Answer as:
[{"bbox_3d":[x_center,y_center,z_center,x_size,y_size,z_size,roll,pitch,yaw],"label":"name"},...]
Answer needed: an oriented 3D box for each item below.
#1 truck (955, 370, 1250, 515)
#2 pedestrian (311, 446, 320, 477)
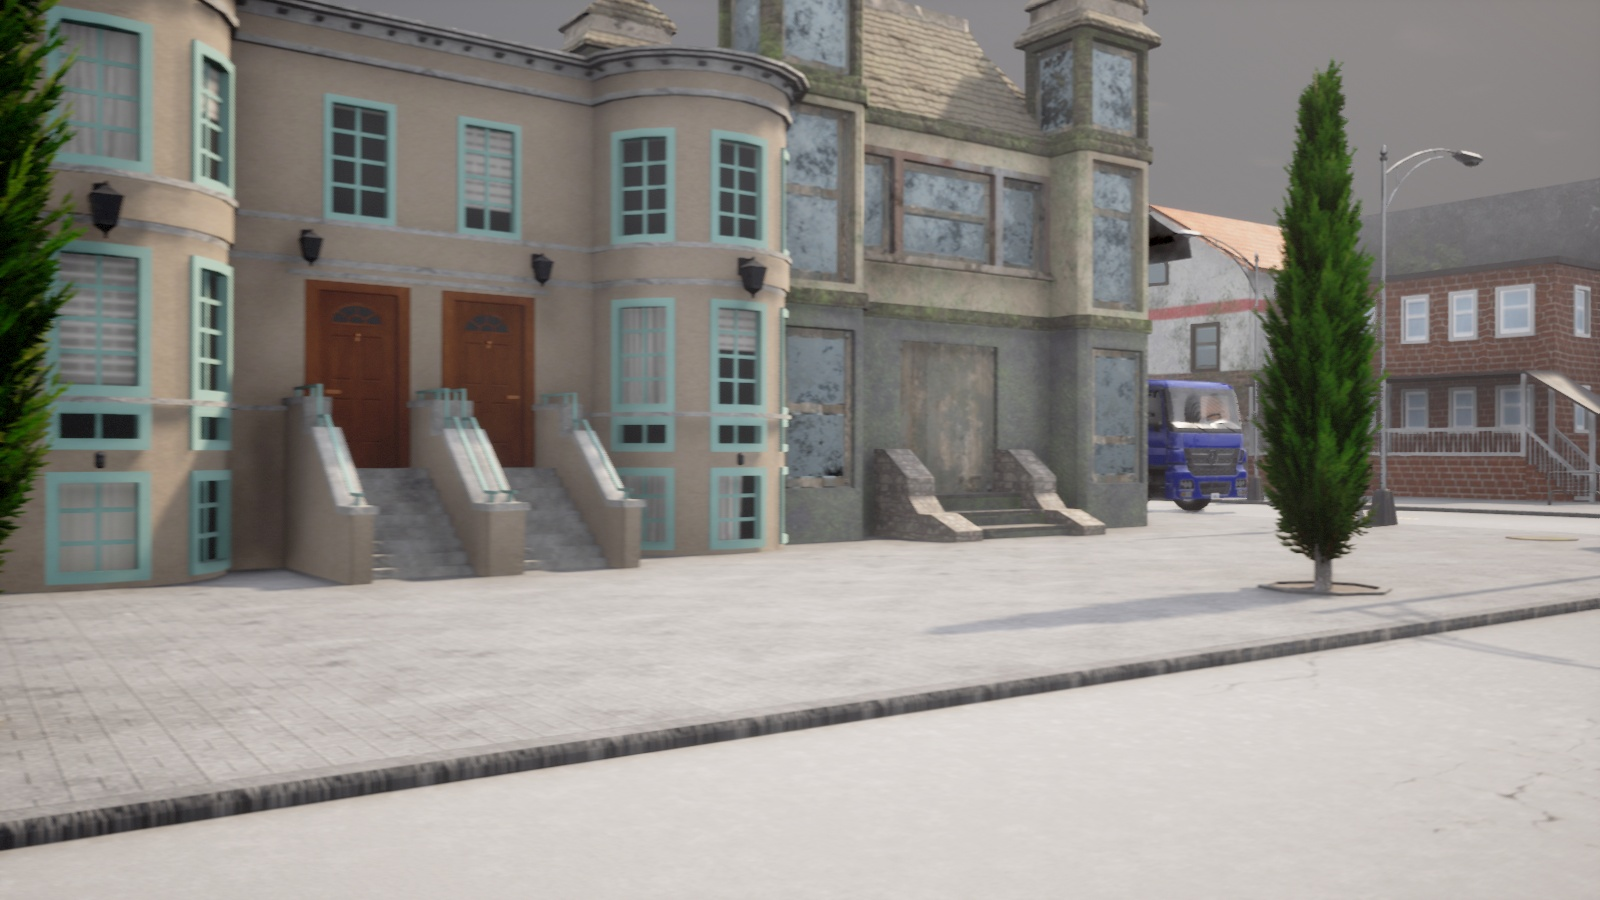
[{"bbox_3d":[7.938,-0.170,34.138,2.891,3.462,7.936,0,0,-34],"label":"truck"},{"bbox_3d":[-30.508,0.713,79.089,0.396,1.930,0.692,0,0,-36],"label":"pedestrian"}]
